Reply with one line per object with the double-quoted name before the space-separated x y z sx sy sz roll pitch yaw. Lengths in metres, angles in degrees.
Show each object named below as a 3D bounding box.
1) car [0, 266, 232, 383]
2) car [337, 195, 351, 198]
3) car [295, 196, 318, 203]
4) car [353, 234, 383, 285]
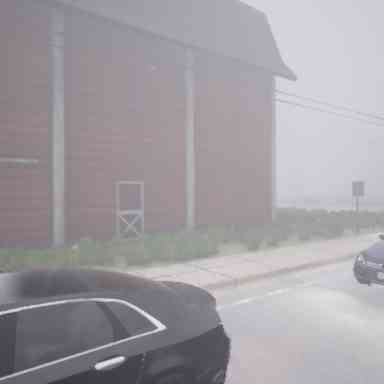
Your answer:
"car" -1.868 1.507 2.658 4.892 1.490 1.837 0 0 -36
"car" 26.719 1.261 58.304 3.905 1.438 1.784 0 0 -36
"car" 17.040 1.306 49.746 4.193 1.474 1.816 0 0 -36
"car" 5.896 1.482 8.194 4.674 1.442 1.812 0 0 -35
